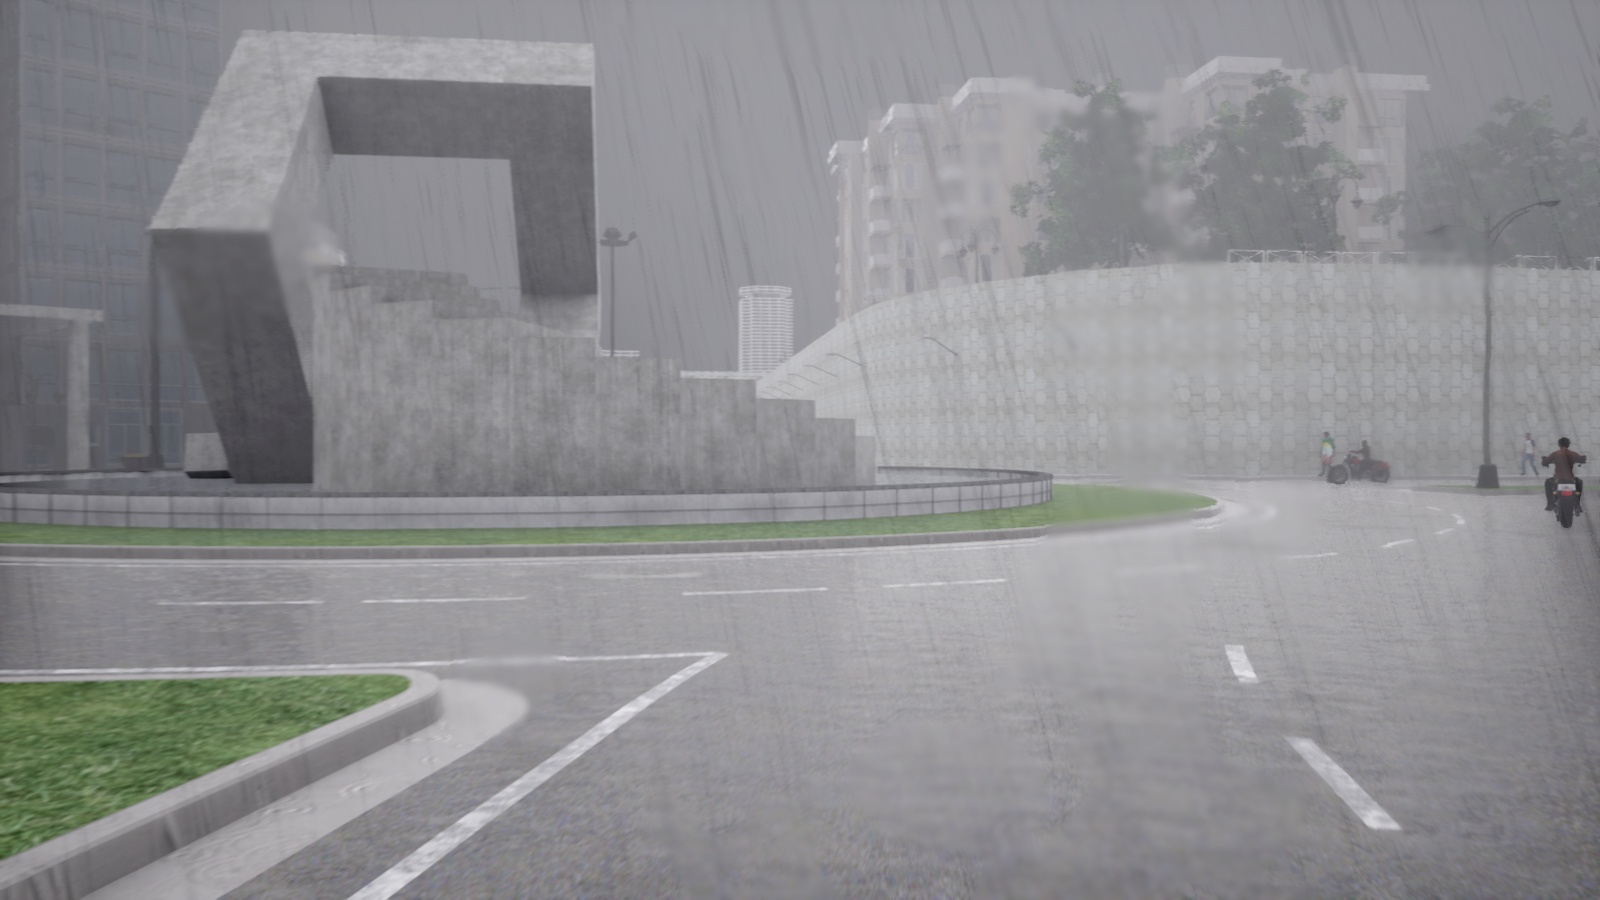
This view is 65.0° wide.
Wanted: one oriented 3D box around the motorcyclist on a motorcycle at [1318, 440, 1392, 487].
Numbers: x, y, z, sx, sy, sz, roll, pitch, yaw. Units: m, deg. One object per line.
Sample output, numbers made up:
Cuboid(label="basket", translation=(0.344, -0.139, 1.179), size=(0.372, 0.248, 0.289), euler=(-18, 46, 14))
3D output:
Cuboid(label="motorcyclist on a motorcycle", translation=(20.024, 0.482, 45.304), size=(2.350, 1.649, 0.766), euler=(0, 0, -3))

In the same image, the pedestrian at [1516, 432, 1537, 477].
Cuboid(label="pedestrian", translation=(29.741, 0.171, 51.418), size=(0.706, 1.836, 0.354), euler=(0, 0, -13))

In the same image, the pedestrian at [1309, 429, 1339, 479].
Cuboid(label="pedestrian", translation=(20.814, 0.162, 49.879), size=(0.873, 1.952, 0.659), euler=(0, 0, -4))

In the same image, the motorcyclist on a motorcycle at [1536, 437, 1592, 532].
Cuboid(label="motorcyclist on a motorcycle", translation=(13.992, 0.595, 23.040), size=(0.766, 1.649, 2.350), euler=(0, 0, 29))
